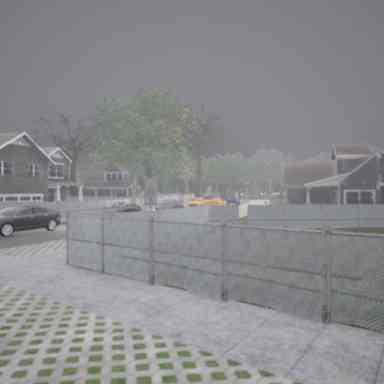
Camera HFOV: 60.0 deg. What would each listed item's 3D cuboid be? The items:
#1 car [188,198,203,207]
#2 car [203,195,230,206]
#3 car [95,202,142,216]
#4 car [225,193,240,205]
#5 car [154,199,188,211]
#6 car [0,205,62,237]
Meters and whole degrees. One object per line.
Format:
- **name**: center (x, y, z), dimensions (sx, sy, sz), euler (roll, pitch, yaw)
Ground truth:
- **car**: center (0.836, 1.540, 45.946), dimensions (1.882, 1.535, 5.008), euler (0, 0, 18)
- **car**: center (3.377, 1.548, 44.461), dimensions (1.882, 1.535, 5.008), euler (0, 1, 18)
- **car**: center (-5.921, 1.567, 27.123), dimensions (2.128, 1.511, 4.902), euler (0, 0, 22)
- **car**: center (6.723, 1.213, 55.803), dimensions (2.150, 2.045, 5.566), euler (0, 0, 15)
- **car**: center (-2.429, 1.601, 36.396), dimensions (1.837, 1.490, 4.892), euler (0, 0, 19)
- **car**: center (-9.516, 1.533, 18.474), dimensions (1.837, 1.490, 4.892), euler (0, 0, 23)
